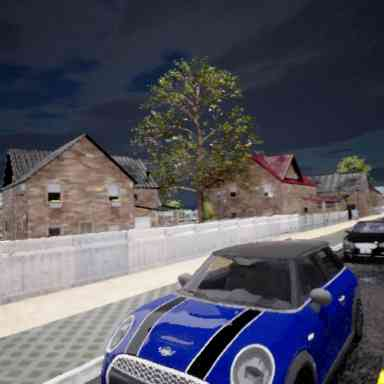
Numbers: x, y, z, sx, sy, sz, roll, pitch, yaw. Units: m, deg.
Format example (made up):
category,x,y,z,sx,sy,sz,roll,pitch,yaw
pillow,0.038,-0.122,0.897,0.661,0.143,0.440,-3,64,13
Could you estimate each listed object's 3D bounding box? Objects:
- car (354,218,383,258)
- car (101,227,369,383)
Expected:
category,x,y,z,sx,sy,sz,roll,pitch,yaw
car,7.867,1.984,14.363,2.128,1.511,4.902,-3,-3,36
car,0.954,1.570,4.737,2.097,1.767,4.553,-3,-3,36
